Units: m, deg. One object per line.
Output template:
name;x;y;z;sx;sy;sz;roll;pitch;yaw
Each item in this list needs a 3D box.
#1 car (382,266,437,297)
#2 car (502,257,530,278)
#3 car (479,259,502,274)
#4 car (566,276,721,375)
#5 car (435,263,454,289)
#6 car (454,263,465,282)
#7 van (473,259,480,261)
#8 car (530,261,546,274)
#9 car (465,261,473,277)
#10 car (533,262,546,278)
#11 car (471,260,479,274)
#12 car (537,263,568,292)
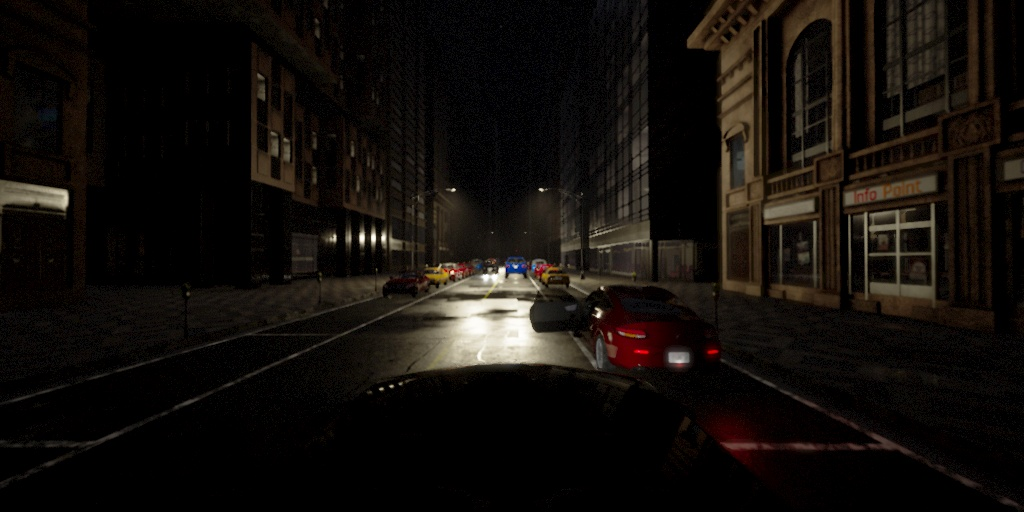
car;-5.586;1.434;19.430;1.802;1.307;4.207;0;0;1
car;0.413;1.165;36.774;2.150;2.045;5.566;0;0;1
car;-2.592;1.485;45.186;2.128;1.511;4.902;0;0;1
car;2.416;1.305;7.445;1.812;1.442;4.674;0;0;1
car;-5.536;1.409;24.862;1.751;1.417;4.829;0;0;1
car;-5.482;1.354;30.633;1.967;1.591;4.097;0;0;1
van;-5.273;1.379;53.040;1.690;1.789;3.998;0;0;1
car;3.095;1.482;36.164;1.888;1.381;4.507;0;0;1
car;-5.430;1.490;36.234;1.888;1.381;4.507;0;0;1
car;3.043;1.451;30.563;1.888;1.381;4.507;0;0;1
car;-5.377;1.521;41.837;1.888;1.381;4.507;0;0;1
car;2.993;1.400;25.130;1.751;1.417;4.829;0;0;1
